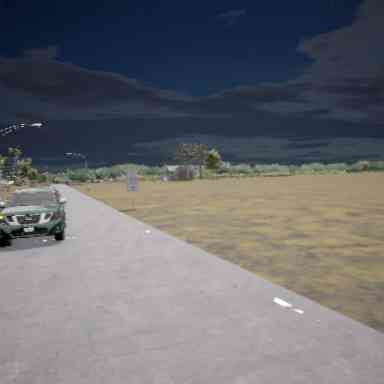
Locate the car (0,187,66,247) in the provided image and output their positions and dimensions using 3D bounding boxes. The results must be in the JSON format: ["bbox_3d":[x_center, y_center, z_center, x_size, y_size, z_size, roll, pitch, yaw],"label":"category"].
[{"bbox_3d":[-6.606,0.868,14.134,2.150,2.045,5.566,-4,3,-20],"label":"car"}]

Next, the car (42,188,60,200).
[{"bbox_3d":[-18.604,0.225,44.101,1.994,1.385,4.181,-4,3,-22],"label":"car"}]
